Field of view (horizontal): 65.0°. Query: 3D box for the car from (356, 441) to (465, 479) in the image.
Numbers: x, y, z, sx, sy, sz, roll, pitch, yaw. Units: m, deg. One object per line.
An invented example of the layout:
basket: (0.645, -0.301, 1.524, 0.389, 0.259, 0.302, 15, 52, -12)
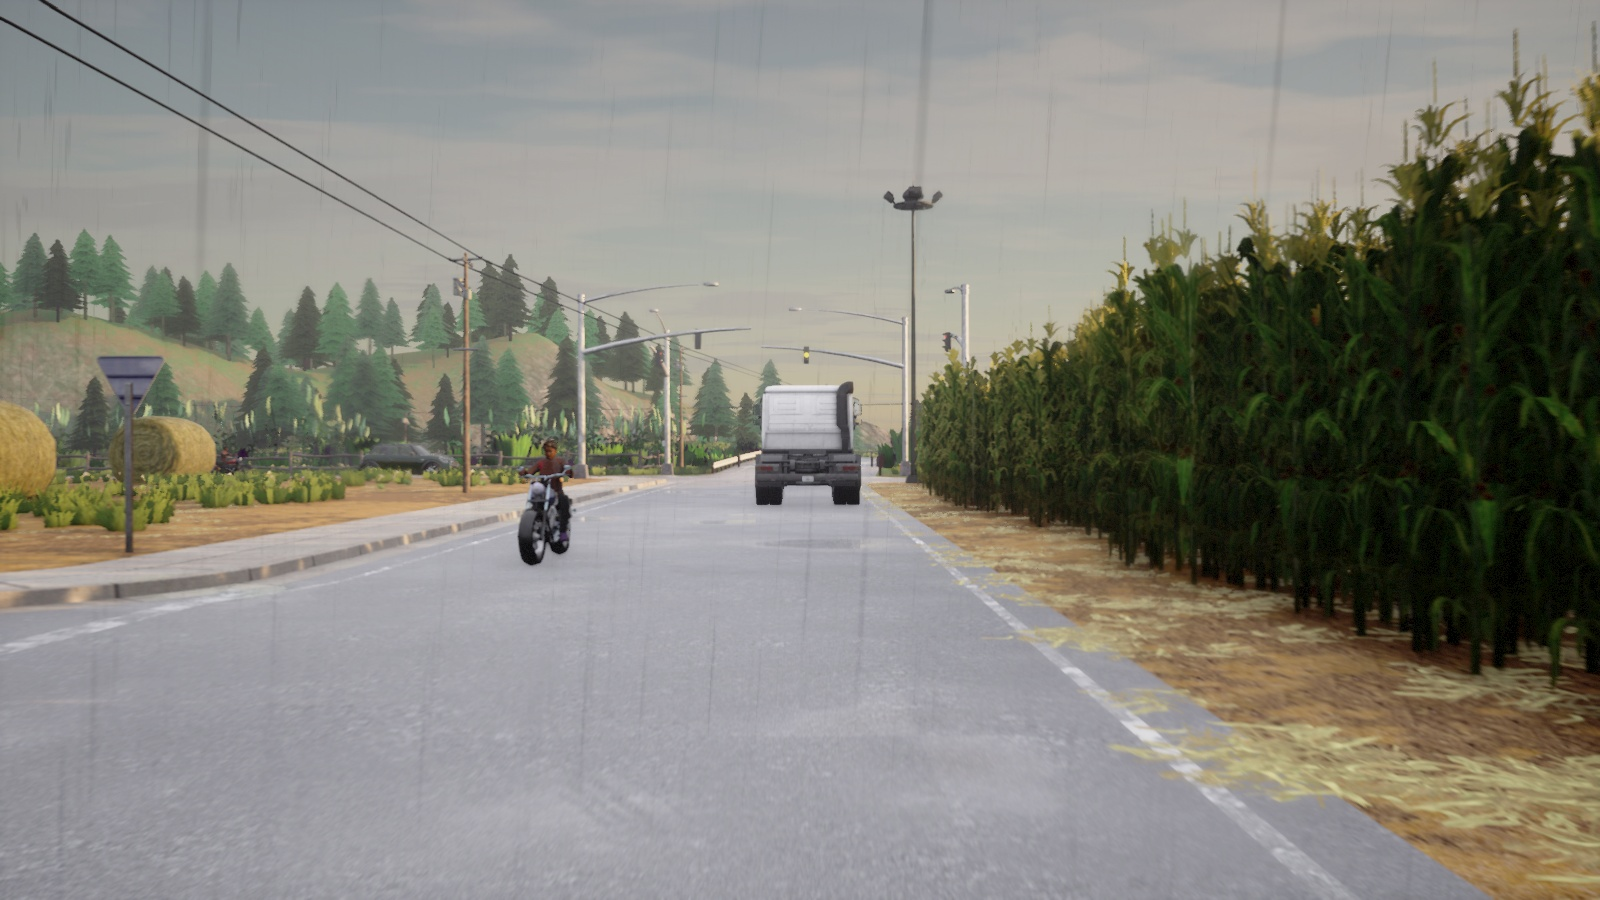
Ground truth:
car: (-18.702, 0.465, 60.369, 4.553, 1.767, 2.097, 0, 0, 3)

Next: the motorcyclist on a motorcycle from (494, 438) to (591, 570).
motorcyclist on a motorcycle: (-3.406, 0.669, 16.828, 0.766, 1.649, 2.350, 0, 0, 1)

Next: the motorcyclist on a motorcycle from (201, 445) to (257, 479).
motorcyclist on a motorcycle: (-27.680, 0.562, 60.884, 2.350, 1.649, 0.766, 0, 0, 3)

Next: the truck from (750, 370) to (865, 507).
truck: (0.215, -0.304, 35.745, 2.891, 3.462, 7.936, 0, 0, 0)
